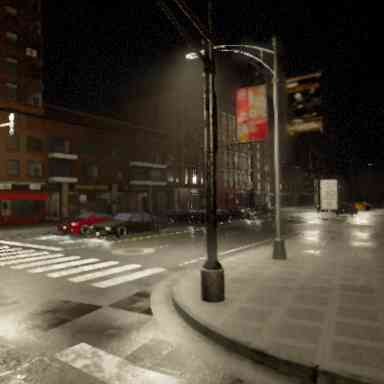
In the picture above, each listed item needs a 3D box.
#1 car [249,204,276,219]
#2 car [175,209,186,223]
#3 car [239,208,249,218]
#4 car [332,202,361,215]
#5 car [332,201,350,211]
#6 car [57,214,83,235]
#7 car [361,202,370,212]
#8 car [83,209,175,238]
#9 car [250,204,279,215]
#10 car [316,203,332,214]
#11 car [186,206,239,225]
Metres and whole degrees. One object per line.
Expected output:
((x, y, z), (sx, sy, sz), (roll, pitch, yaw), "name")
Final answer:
((7.712, 2.132, 36.791), (2.128, 1.511, 4.902), (-1, -2, 35), "car")
((-1.630, 2.167, 29.145), (1.895, 1.301, 4.718), (-1, -2, 35), "car")
((3.934, 2.234, 37.066), (2.033, 1.411, 5.357), (-2, -2, 36), "car")
((19.469, 2.189, 41.910), (1.994, 1.385, 4.181), (-1, -2, 35), "car")
((24.716, 2.325, 55.083), (1.882, 1.535, 5.008), (-1, -1, 35), "car")
((-6.655, 2.017, 21.983), (1.994, 1.385, 4.181), (-1, -2, 35), "car")
((26.434, 2.237, 51.846), (1.882, 1.535, 5.008), (-1, -1, 35), "car")
((-3.672, 1.938, 20.560), (2.033, 1.411, 5.357), (-2, -2, 36), "car")
((10.012, 2.356, 45.657), (2.033, 1.411, 5.357), (-1, -2, 35), "car")
((18.936, 2.214, 46.811), (1.882, 1.535, 5.008), (-1, -2, 35), "car")
((1.828, 2.116, 28.412), (1.895, 1.301, 4.718), (-1, -2, 35), "car")
